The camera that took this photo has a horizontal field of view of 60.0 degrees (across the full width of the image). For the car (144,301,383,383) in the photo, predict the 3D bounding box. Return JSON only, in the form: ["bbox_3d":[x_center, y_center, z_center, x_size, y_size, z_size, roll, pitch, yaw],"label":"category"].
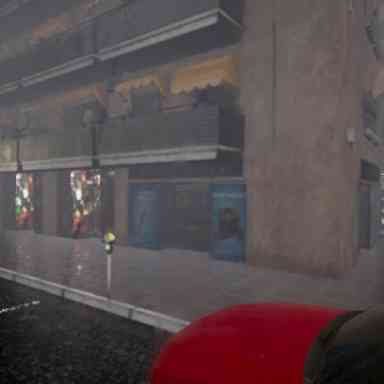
[{"bbox_3d":[1.935,1.322,1.498,5.009,1.841,2.192,1,0,35],"label":"car"}]
